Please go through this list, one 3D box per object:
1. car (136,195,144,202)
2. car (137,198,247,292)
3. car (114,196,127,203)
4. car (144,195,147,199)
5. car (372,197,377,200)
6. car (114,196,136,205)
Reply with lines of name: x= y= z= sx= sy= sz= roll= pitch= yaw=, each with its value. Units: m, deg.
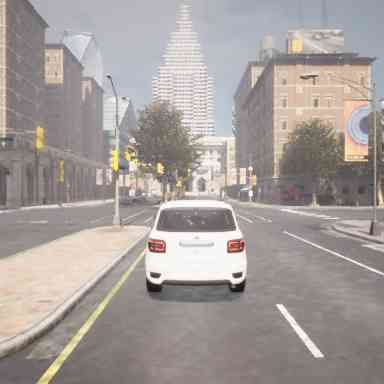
car: x=-11.701 y=1.600 z=68.562 sx=1.895 sy=1.301 sz=4.718 roll=0 pitch=0 yaw=0
car: x=0.077 y=1.221 z=9.044 sx=2.150 sy=2.045 sz=5.566 roll=0 pitch=0 yaw=0
car: x=-14.955 y=1.594 z=69.885 sx=1.895 sy=1.301 sz=4.718 roll=0 pitch=0 yaw=0
car: x=-11.731 y=1.500 z=78.744 sx=1.837 sy=1.490 sz=4.892 roll=0 pitch=0 yaw=0
car: x=37.736 y=1.481 z=71.438 sx=2.231 sy=1.521 sz=4.892 roll=0 pitch=0 yaw=0
car: x=-11.726 y=1.505 z=58.508 sx=1.837 sy=1.490 sz=4.892 roll=0 pitch=0 yaw=0
